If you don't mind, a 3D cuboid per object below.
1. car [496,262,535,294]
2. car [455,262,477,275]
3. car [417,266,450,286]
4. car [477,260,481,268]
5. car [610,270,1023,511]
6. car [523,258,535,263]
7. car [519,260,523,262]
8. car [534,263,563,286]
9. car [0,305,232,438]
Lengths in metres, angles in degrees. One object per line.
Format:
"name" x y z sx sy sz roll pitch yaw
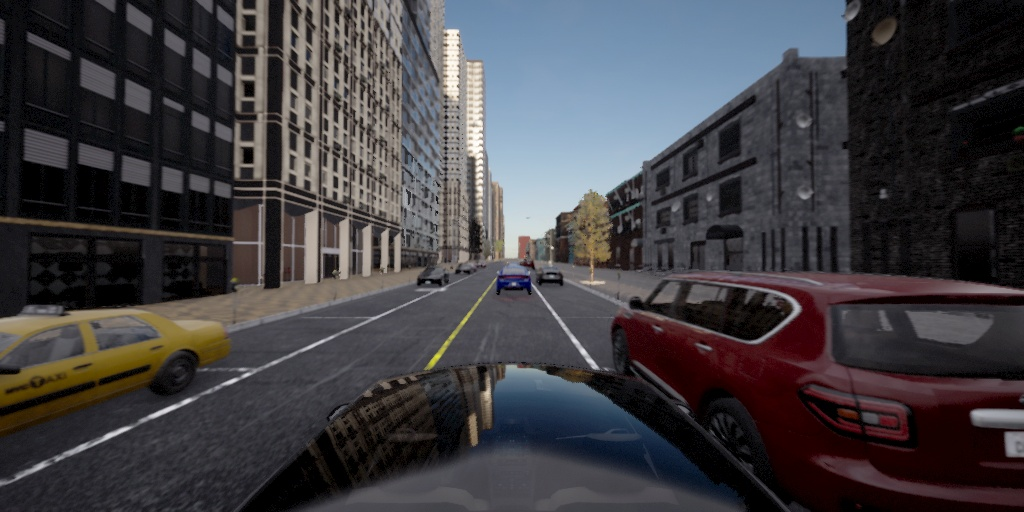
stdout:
"car" 0.101 1.313 21.109 1.882 1.535 5.008 0 0 0
"car" -5.685 1.489 43.072 1.948 1.339 4.313 0 0 0
"car" -5.687 1.424 26.435 1.948 1.339 4.313 0 0 0
"car" -5.685 1.526 48.618 1.802 1.307 4.207 0 0 0
"car" 2.692 1.077 4.253 2.192 1.841 5.009 0 0 0
"car" 2.697 1.300 59.713 2.192 1.841 5.009 0 0 0
"car" 0.104 1.449 43.237 1.812 1.442 4.674 0 0 0
"car" 2.694 1.423 26.437 1.948 1.339 4.313 0 0 0
"car" -5.689 1.288 4.082 1.751 1.417 4.829 0 0 0
